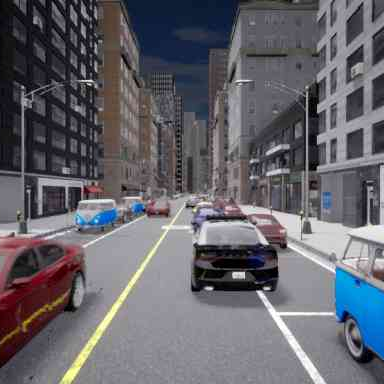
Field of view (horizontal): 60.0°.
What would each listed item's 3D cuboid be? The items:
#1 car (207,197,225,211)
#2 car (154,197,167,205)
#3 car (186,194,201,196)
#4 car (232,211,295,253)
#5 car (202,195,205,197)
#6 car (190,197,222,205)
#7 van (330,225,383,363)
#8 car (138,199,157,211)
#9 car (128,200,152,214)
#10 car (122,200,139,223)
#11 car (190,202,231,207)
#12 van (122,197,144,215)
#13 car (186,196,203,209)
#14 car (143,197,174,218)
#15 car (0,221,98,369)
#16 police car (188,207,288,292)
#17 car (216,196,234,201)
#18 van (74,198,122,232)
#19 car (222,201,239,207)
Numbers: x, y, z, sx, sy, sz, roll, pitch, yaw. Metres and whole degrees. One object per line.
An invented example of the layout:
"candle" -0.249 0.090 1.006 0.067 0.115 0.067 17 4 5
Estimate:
"car" 2.959 1.444 41.814 1.967 1.590 4.097 0 0 0
"car" -5.526 1.592 58.339 1.802 1.307 4.206 0 0 0
"car" 0.147 1.536 59.331 1.812 1.442 4.674 0 0 0
"car" 2.891 1.582 14.307 1.802 1.307 4.206 0 0 0
"car" 2.986 1.558 52.817 2.008 1.369 4.403 0 0 0
"car" 0.961 1.456 25.178 1.801 1.575 5.366 0 0 0
"van" 2.863 1.341 3.304 1.690 1.788 3.998 0 0 0
"car" -5.566 1.585 41.835 1.802 1.307 4.206 0 0 0
"car" -5.580 1.568 36.334 1.947 1.339 4.313 0 0 0
"car" -5.608 1.551 25.331 2.008 1.369 4.403 0 0 0
"car" 0.946 1.526 18.987 1.812 1.442 4.674 0 0 0
"van" -5.594 1.342 30.832 1.690 1.788 3.998 0 0 0
"car" 0.132 1.569 45.938 1.994 1.385 4.181 0 0 0
"car" -2.926 1.478 30.352 1.882 1.535 5.008 0 0 0
"car" -3.090 1.477 4.875 1.882 1.535 5.008 0 0 0
"police car" 0.922 1.425 9.097 1.930 1.638 5.238 0 0 0
"car" 2.931 1.316 30.811 2.192 1.841 5.009 0 0 0
"van" -5.622 1.341 19.831 1.690 1.788 3.998 0 0 0
"car" 2.918 1.582 25.309 1.802 1.307 4.206 0 0 0
